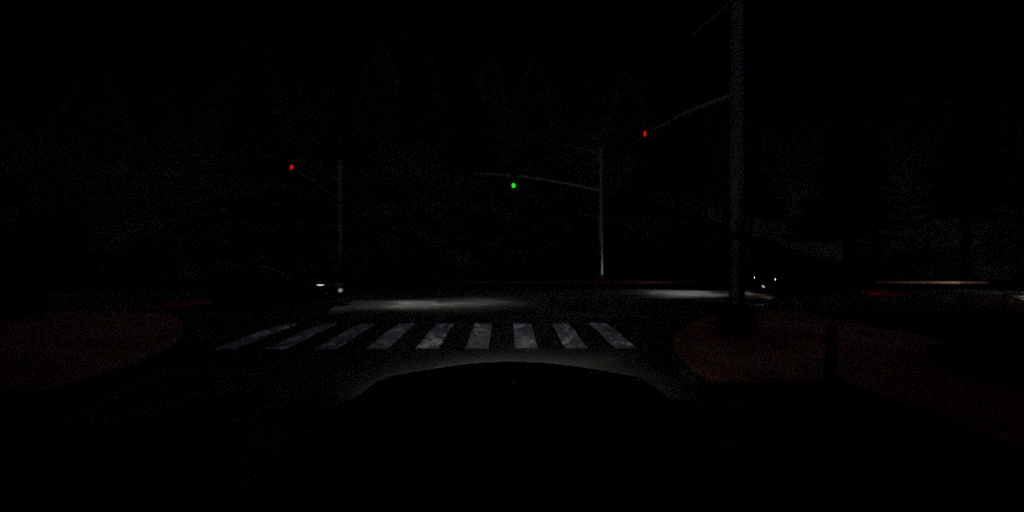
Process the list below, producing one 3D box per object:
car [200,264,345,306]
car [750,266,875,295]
[{"bbox_3d":[-9.074,1.065,13.798,4.902,1.511,2.128,0,0,0],"label":"car"},{"bbox_3d":[14.408,1.168,17.422,4.718,1.301,1.895,0,0,0],"label":"car"}]
